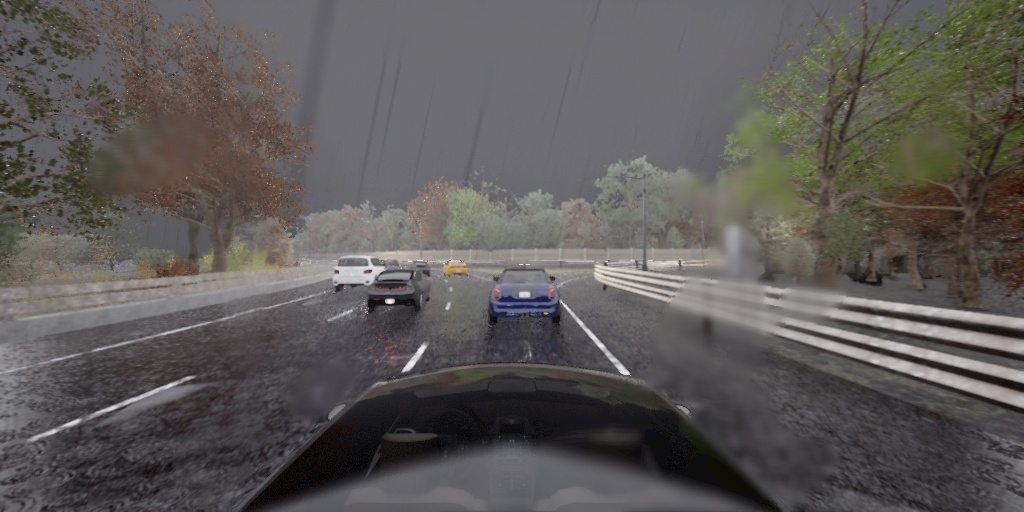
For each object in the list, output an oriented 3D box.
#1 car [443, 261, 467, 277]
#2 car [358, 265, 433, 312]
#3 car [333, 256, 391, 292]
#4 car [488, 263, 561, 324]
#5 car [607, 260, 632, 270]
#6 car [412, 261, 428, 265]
[{"bbox_3d":[-5.784,1.248,36.250,1.882,1.535,5.008,0,0,-18],"label":"car"},{"bbox_3d":[-4.380,1.270,14.383,1.837,1.490,4.892,0,0,-7],"label":"car"},{"bbox_3d":[-9.023,1.004,21.704,2.150,2.045,5.566,0,0,-10],"label":"car"},{"bbox_3d":[0.416,1.100,12.137,2.097,1.767,4.553,0,0,2],"label":"car"},{"bbox_3d":[13.034,1.227,44.262,1.812,1.442,4.674,0,0,44],"label":"car"},{"bbox_3d":[-9.343,1.288,36.121,1.837,1.490,4.892,0,0,-19],"label":"car"}]
